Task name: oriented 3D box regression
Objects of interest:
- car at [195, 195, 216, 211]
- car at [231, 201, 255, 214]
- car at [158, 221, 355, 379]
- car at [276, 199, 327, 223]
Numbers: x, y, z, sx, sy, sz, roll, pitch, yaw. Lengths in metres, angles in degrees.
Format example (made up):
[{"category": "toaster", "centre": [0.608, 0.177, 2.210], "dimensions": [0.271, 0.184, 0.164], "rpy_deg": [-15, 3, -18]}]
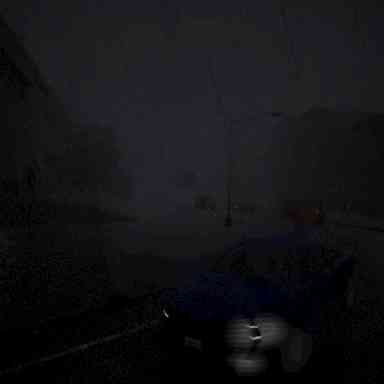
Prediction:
[{"category": "car", "centre": [1.822, 1.540, 47.969], "dimensions": [2.150, 2.045, 5.566], "rpy_deg": [1, 1, -10]}, {"category": "car", "centre": [6.493, 1.960, 42.841], "dimensions": [2.128, 1.511, 4.902], "rpy_deg": [1, 0, -10]}, {"category": "car", "centre": [1.514, 1.549, 5.961], "dimensions": [1.882, 1.535, 5.008], "rpy_deg": [1, 0, 37]}, {"category": "car", "centre": [9.136, 1.627, 28.181], "dimensions": [2.150, 2.045, 5.566], "rpy_deg": [1, 0, -10]}]
